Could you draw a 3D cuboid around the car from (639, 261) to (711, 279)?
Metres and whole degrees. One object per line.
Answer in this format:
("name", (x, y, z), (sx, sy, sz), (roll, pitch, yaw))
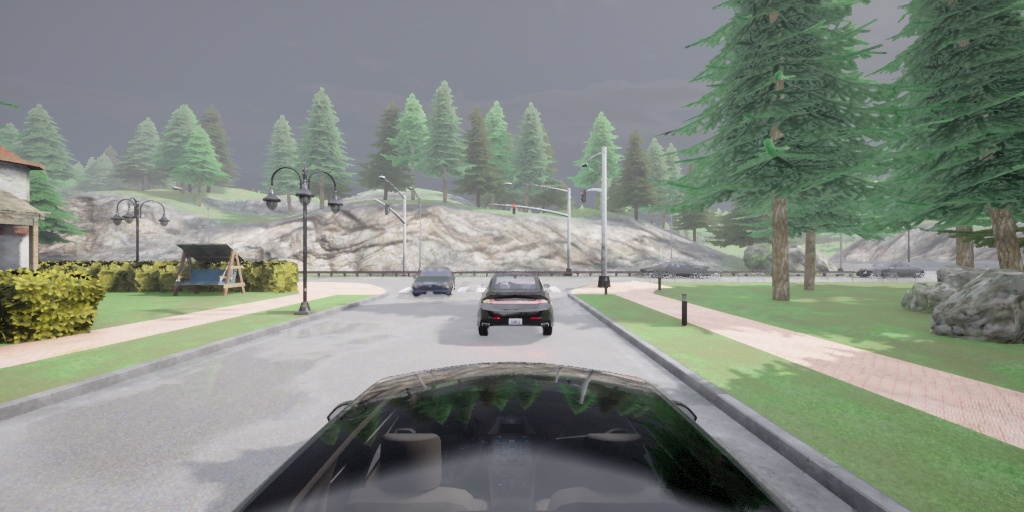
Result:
("car", (13.357, 1.135, 29.515), (5.357, 1.411, 2.033), (0, 0, 0))

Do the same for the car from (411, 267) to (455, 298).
("car", (-4.023, 1.281, 18.966), (2.033, 1.411, 5.357), (0, 1, -6))

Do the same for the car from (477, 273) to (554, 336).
("car", (0.098, 1.242, 10.383), (2.128, 1.511, 4.902), (0, 0, 1))

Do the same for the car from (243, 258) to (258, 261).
("car", (-19.143, 0.940, 25.895), (4.553, 1.767, 2.097), (0, 0, 0))

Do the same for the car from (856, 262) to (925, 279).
("car", (30.929, 1.196, 29.379), (4.181, 1.385, 1.994), (0, 0, 0))
